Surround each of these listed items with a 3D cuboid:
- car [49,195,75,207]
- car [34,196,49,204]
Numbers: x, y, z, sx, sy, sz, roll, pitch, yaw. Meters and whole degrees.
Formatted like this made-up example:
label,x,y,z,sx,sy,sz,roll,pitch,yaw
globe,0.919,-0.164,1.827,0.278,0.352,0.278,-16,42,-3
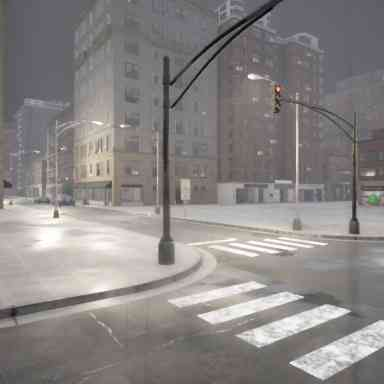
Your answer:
label,x,y,z,sx,sy,sz,roll,pitch,yaw
car,-17.569,1.137,45.419,2.097,1.767,4.553,0,1,-36
car,-25.380,1.287,56.348,1.994,1.385,4.181,0,0,-36
